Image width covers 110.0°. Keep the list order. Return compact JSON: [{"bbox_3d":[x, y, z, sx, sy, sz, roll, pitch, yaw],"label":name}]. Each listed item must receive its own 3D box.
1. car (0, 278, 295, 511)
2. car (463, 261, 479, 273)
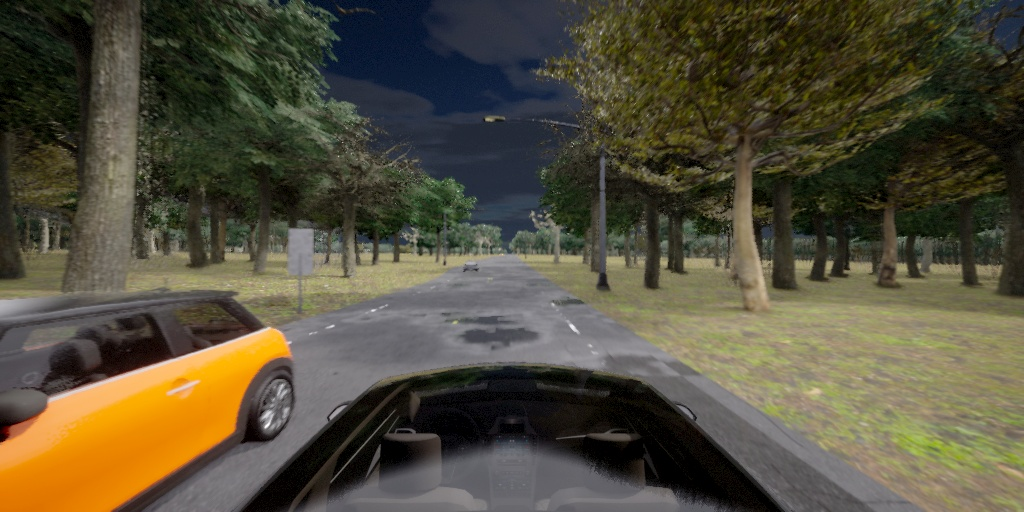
[{"bbox_3d":[-3.601,1.106,2.306,2.097,1.767,4.553,0,0,0],"label":"car"},{"bbox_3d":[-5.187,1.344,45.306,1.812,1.442,4.674,0,0,-7],"label":"car"}]
